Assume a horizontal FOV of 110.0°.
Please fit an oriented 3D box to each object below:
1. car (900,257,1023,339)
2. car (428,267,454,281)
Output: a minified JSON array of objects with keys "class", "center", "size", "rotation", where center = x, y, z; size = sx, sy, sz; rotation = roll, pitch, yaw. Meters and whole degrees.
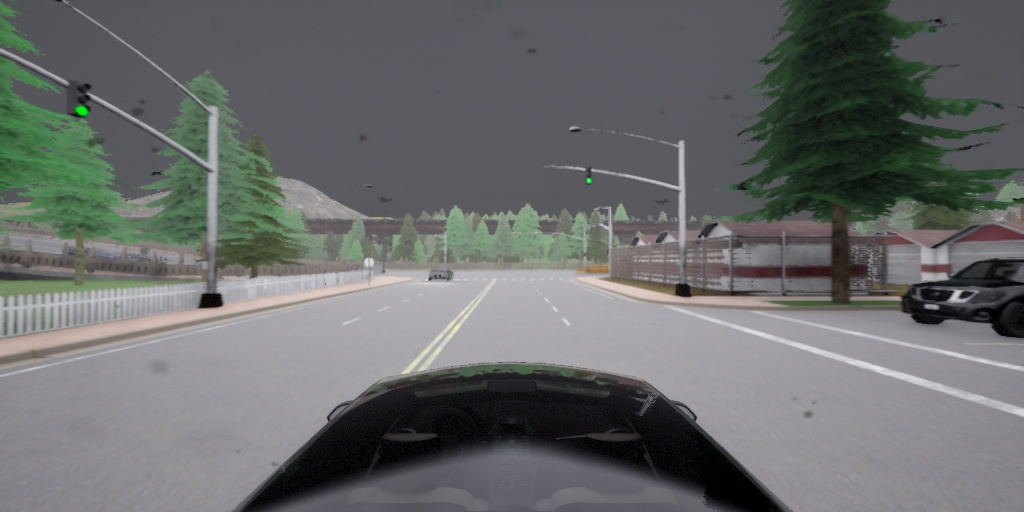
[{"class":"car","center":[14.297,1.041,9.910],"size":[5.566,2.045,2.150],"rotation":[0,-1,-1]},{"class":"car","center":[-6.993,1.784,35.660],"size":[1.994,1.385,4.181],"rotation":[0,-1,0]}]
